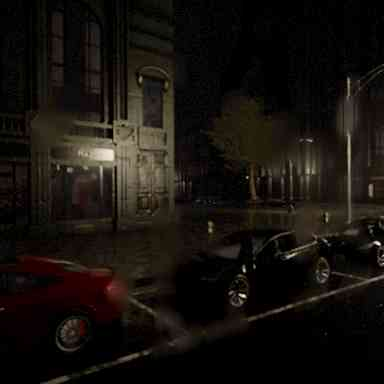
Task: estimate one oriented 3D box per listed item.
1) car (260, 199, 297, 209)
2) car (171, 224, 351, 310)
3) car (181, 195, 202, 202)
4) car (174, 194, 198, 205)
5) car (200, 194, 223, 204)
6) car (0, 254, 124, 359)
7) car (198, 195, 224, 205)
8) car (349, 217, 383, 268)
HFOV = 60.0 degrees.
[{"bbox_3d":[11.441,1.587,44.223,1.895,1.301,4.718,-1,0,-36],"label":"car"},{"bbox_3d":[1.554,1.549,7.790,4.313,1.339,1.947,0,0,-36],"label":"car"},{"bbox_3d":[-0.215,1.354,71.538,1.882,1.535,5.008,-1,0,-36],"label":"car"},{"bbox_3d":[-1.373,1.533,62.049,1.882,1.535,5.008,-1,0,-36],"label":"car"},{"bbox_3d":[3.814,1.356,66.061,2.097,1.767,4.553,-1,0,-35],"label":"car"},{"bbox_3d":[-3.017,1.583,4.491,4.206,1.307,1.802,0,0,-36],"label":"car"},{"bbox_3d":[3.794,1.507,60.547,2.128,1.511,4.902,-1,0,-35],"label":"car"},{"bbox_3d":[6.124,1.532,11.088,4.313,1.339,1.947,0,0,-36],"label":"car"}]
